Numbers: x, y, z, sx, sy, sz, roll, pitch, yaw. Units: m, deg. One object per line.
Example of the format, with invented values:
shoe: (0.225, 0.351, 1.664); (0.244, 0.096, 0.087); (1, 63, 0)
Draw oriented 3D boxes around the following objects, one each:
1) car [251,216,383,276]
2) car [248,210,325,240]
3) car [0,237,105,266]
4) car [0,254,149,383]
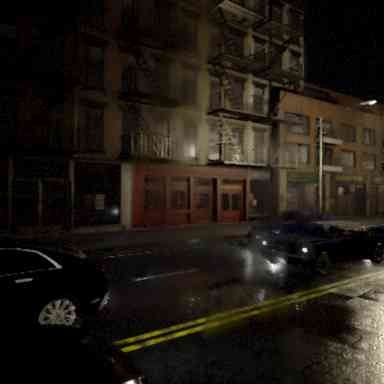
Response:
car: (4.357, 1.623, 10.591); (4.718, 1.301, 1.895); (0, 0, -34)
car: (4.572, 1.552, 14.632); (4.674, 1.442, 1.812); (0, 0, -34)
car: (-3.692, 1.499, 4.996); (4.892, 1.490, 1.837); (1, 0, -35)
car: (-2.504, 1.500, 1.615); (4.892, 1.490, 1.837); (0, 0, -36)
